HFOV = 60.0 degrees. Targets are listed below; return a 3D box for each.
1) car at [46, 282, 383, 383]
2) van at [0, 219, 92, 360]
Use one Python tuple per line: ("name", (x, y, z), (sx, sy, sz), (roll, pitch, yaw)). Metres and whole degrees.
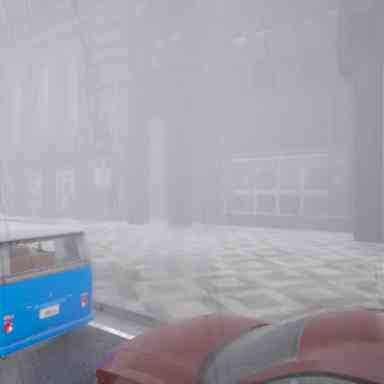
("car", (1.195, 1.545, 2.222), (4.507, 1.381, 1.887), (0, 0, 36))
("van", (-3.400, 1.361, 5.509), (3.998, 1.788, 1.690), (0, 0, 36))
